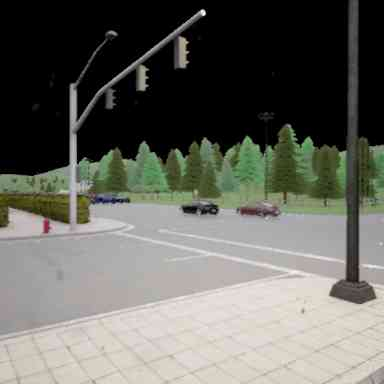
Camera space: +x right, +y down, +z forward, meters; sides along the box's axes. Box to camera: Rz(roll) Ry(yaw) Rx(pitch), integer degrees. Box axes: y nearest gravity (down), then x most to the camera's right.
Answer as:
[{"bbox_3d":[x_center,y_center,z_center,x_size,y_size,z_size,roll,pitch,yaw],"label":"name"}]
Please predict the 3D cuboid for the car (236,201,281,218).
[{"bbox_3d":[6.108,1.591,30.707,1.812,1.442,4.674,0,0,-33],"label":"car"}]

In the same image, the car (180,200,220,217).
[{"bbox_3d":[0.638,1.533,32.584,1.882,1.535,5.008,0,0,-34],"label":"car"}]

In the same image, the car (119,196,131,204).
[{"bbox_3d":[-13.885,1.556,65.899,1.882,1.535,5.008,0,0,-35],"label":"car"}]

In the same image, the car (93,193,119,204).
[{"bbox_3d":[-16.424,1.290,63.417,2.150,2.045,5.566,0,0,-35],"label":"car"}]

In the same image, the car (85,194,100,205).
[{"bbox_3d":[-19.292,1.606,61.409,2.033,1.411,5.357,0,0,-35],"label":"car"}]
